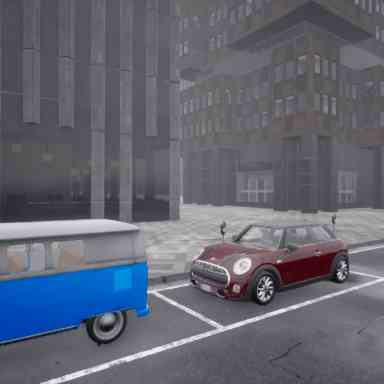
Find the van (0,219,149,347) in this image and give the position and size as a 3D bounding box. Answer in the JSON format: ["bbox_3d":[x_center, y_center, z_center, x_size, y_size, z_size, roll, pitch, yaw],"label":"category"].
[{"bbox_3d":[-2.591,1.341,4.798,3.998,1.788,1.690,0,0,-35],"label":"van"}]

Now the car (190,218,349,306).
[{"bbox_3d":[1.920,1.441,7.987,4.097,1.590,1.967,0,0,-35],"label":"car"}]
